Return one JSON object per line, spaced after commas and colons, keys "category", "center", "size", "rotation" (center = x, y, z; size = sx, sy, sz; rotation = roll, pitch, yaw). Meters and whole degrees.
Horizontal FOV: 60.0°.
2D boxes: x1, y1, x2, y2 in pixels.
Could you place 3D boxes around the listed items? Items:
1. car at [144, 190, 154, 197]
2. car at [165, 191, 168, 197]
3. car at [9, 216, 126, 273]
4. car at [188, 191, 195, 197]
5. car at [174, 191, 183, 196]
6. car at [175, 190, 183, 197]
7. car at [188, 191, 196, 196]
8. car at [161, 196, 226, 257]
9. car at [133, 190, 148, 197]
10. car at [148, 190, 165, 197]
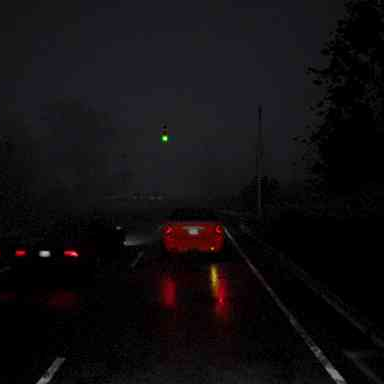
{"category": "car", "center": [-10.504, 0.443, 82.014], "size": [1.882, 1.535, 5.008], "rotation": [0, -1, 0]}
{"category": "car", "center": [-7.004, 0.505, 82.014], "size": [2.033, 1.411, 5.357], "rotation": [0, -1, 0]}
{"category": "car", "center": [-3.454, 1.461, 10.358], "size": [2.033, 1.411, 5.357], "rotation": [0, 1, 0]}
{"category": "car", "center": [-0.005, 0.534, 91.845], "size": [1.882, 1.535, 5.008], "rotation": [0, -1, 0]}
{"category": "car", "center": [-3.504, 0.643, 81.849], "size": [1.895, 1.301, 4.718], "rotation": [0, -1, 0]}
{"category": "car", "center": [-3.505, 0.410, 91.817], "size": [2.097, 1.767, 4.553], "rotation": [0, -1, 0]}
{"category": "car", "center": [-0.004, 0.540, 81.404], "size": [1.837, 1.490, 4.892], "rotation": [0, -1, 0]}
{"category": "car", "center": [0.063, 1.222, 12.572], "size": [2.097, 1.767, 4.553], "rotation": [0, 1, 0]}
{"category": "car", "center": [-10.506, 0.348, 66.518], "size": [2.033, 1.411, 5.357], "rotation": [0, -1, 0]}
{"category": "car", "center": [-7.010, 0.304, 66.521], "size": [1.837, 1.490, 4.892], "rotation": [0, -1, 0]}
